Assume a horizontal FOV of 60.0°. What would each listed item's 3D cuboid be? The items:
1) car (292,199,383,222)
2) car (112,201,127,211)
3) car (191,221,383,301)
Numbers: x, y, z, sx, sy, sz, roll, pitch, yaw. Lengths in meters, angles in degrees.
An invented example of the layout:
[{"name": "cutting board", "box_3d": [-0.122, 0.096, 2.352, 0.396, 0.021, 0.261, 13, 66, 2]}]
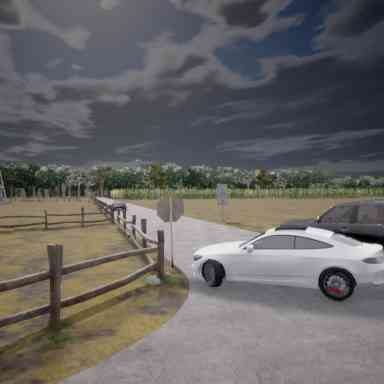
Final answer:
[{"name": "car", "box_3d": [5.108, 1.231, 9.829, 2.150, 2.045, 5.566, -2, 0, -40]}, {"name": "car", "box_3d": [-10.869, 1.988, 49.470, 2.033, 1.411, 5.357, -2, 0, -18]}, {"name": "car", "box_3d": [2.253, 1.614, 8.372, 4.674, 1.442, 1.812, -2, 0, 25]}]
